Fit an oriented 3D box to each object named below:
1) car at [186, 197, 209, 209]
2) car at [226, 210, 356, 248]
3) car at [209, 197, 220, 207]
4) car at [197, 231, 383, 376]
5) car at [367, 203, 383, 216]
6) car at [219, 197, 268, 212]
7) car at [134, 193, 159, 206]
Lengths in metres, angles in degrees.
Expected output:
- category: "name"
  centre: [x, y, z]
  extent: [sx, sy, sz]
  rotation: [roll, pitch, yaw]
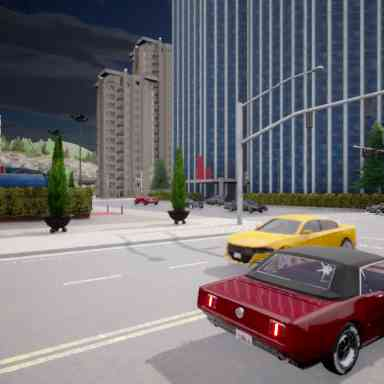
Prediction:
- category: "car"
  centre: [-0.295, 1.505, 45.106]
  extent: [1.837, 1.490, 4.892]
  rotation: [0, 0, -36]
- category: "car"
  centre: [3.291, 1.477, 10.662]
  extent: [5.008, 1.535, 1.882]
  rotation: [0, 0, -36]
- category: "car"
  centre: [3.719, 1.491, 51.817]
  extent: [2.128, 1.511, 4.902]
  rotation: [0, 0, -36]
- category: "car"
  centre: [2.493, 1.601, 5.586]
  extent: [4.718, 1.301, 1.895]
  rotation: [0, 0, -35]
- category: "car"
  centre: [19.425, 1.491, 31.722]
  extent: [4.902, 1.511, 2.128]
  rotation: [0, 1, 19]
- category: "car"
  centre: [5.809, 1.547, 36.699]
  extent: [2.033, 1.411, 5.357]
  rotation: [0, 0, -36]
- category: "car"
  centre: [-7.601, 1.224, 55.205]
  extent: [2.150, 2.045, 5.566]
  rotation: [0, 0, -36]
